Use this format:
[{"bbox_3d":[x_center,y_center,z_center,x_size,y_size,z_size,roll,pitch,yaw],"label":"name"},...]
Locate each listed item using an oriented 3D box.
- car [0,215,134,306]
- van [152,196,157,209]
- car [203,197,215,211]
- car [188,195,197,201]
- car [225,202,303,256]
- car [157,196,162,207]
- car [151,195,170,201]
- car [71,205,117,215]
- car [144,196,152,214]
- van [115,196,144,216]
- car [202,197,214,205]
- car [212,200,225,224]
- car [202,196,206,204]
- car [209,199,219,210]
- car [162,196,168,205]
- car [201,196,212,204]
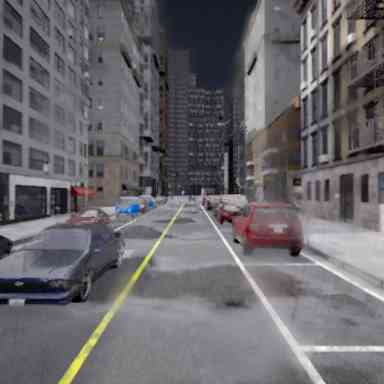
[{"bbox_3d":[-3.050,1.546,8.497,2.033,1.411,5.357,0,0,1],"label":"car"},{"bbox_3d":[-5.749,1.331,41.131,1.690,1.788,3.998,1,0,0],"label":"van"},{"bbox_3d":[2.774,1.558,41.130,1.947,1.339,4.313,1,0,0],"label":"car"},{"bbox_3d":[0.039,1.485,81.985,1.812,1.442,4.674,0,0,0],"label":"car"},{"bbox_3d":[2.775,1.315,13.083,2.192,1.841,5.009,1,0,0],"label":"car"},{"bbox_3d":[-5.751,1.537,46.741,2.008,1.369,4.403,1,0,0],"label":"car"},{"bbox_3d":[-7.745,1.563,81.390,4.181,1.385,1.994,-1,-1,21],"label":"car"},{"bbox_3d":[-5.753,1.579,18.693,1.802,1.307,4.206,1,0,0],"label":"car"},{"bbox_3d":[-5.751,1.433,35.523,1.967,1.590,4.097,1,0,0],"label":"car"},{"bbox_3d":[-5.750,1.336,29.913,1.690,1.788,3.998,1,0,0],"label":"van"},{"bbox_3d":[2.774,1.562,57.958,1.802,1.307,4.206,1,0,0],"label":"car"},{"bbox_3d":[2.773,1.543,24.302,1.887,1.381,4.507,1,0,0],"label":"car"},{"bbox_3d":[2.774,1.533,46.739,1.887,1.381,4.507,1,0,0],"label":"car"},{"bbox_3d":[2.773,1.579,29.911,1.802,1.307,4.206,1,0,0],"label":"car"},{"bbox_3d":[-5.750,1.529,57.959,2.008,1.369,4.403,1,0,0],"label":"car"},{"bbox_3d":[2.775,1.520,63.567,1.887,1.381,4.507,1,0,0],"label":"car"}]
